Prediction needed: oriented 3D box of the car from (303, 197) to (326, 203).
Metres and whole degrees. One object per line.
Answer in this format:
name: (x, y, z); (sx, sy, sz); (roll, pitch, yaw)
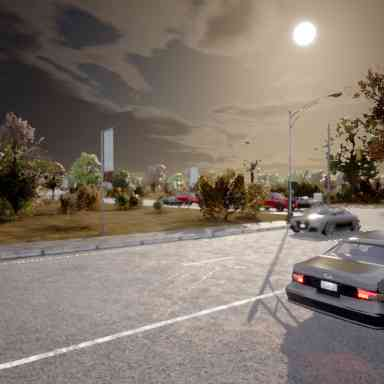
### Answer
car: (12.631, 1.302, 37.022); (2.128, 1.511, 4.902); (-1, 0, -39)

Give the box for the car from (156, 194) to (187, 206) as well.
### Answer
car: (-3.616, 1.392, 51.540); (2.033, 1.411, 5.357); (-1, 0, -39)

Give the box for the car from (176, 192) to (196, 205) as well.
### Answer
car: (-0.608, 1.038, 53.386); (2.150, 2.045, 5.566); (-1, 1, -39)

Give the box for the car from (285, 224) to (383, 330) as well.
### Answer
car: (4.204, 1.527, 6.774); (5.357, 1.411, 2.033); (0, 0, -36)

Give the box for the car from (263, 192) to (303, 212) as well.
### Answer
car: (8.752, 1.058, 36.284); (2.150, 2.045, 5.566); (-1, 0, -37)

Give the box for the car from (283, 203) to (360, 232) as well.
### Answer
car: (7.137, 1.486, 17.766); (4.181, 1.385, 1.994); (0, 0, -36)
